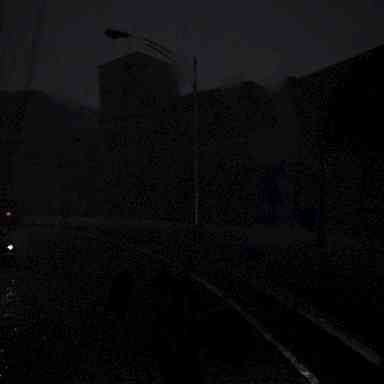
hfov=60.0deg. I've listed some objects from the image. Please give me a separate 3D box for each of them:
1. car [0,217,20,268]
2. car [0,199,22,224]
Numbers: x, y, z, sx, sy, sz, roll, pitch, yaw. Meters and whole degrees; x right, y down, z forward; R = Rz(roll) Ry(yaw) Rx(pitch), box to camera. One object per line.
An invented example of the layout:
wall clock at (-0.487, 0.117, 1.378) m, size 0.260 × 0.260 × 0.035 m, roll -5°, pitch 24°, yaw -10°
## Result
car at (-7.143, 1.761, 11.125) m, size 1.895 × 1.301 × 4.718 m, roll -2°, pitch 0°, yaw -35°
car at (-13.507, 1.508, 21.482) m, size 5.566 × 2.045 × 2.150 m, roll -2°, pitch 1°, yaw 28°
